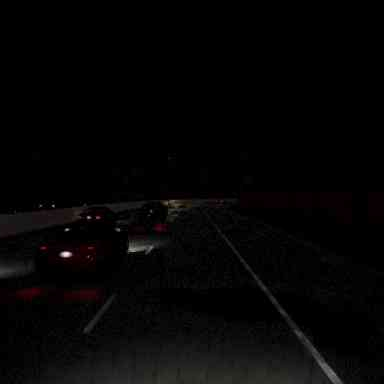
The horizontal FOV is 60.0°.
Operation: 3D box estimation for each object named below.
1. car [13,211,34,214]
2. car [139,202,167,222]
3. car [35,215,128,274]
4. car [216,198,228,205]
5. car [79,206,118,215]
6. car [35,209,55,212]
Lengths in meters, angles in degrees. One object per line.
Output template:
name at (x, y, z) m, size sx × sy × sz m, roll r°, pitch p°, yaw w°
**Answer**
car at (-21.095, 1.990, 42.350) m, size 2.033 × 1.411 × 5.357 m, roll 0°, pitch -1°, yaw 0°
car at (-3.401, 1.664, 29.849) m, size 2.097 × 1.767 × 4.553 m, roll 0°, pitch -1°, yaw 0°
car at (-3.400, 1.680, 10.982) m, size 1.994 × 1.385 × 4.181 m, roll 0°, pitch -1°, yaw 0°
car at (7.553, 2.318, 82.953) m, size 1.801 × 1.575 × 5.366 m, roll 0°, pitch -1°, yaw 22°
car at (-6.900, 1.806, 24.773) m, size 2.033 × 1.411 × 5.357 m, roll 0°, pitch -1°, yaw 0°
car at (-17.577, 1.791, 42.129) m, size 2.097 × 1.767 × 4.553 m, roll 0°, pitch -1°, yaw 0°
